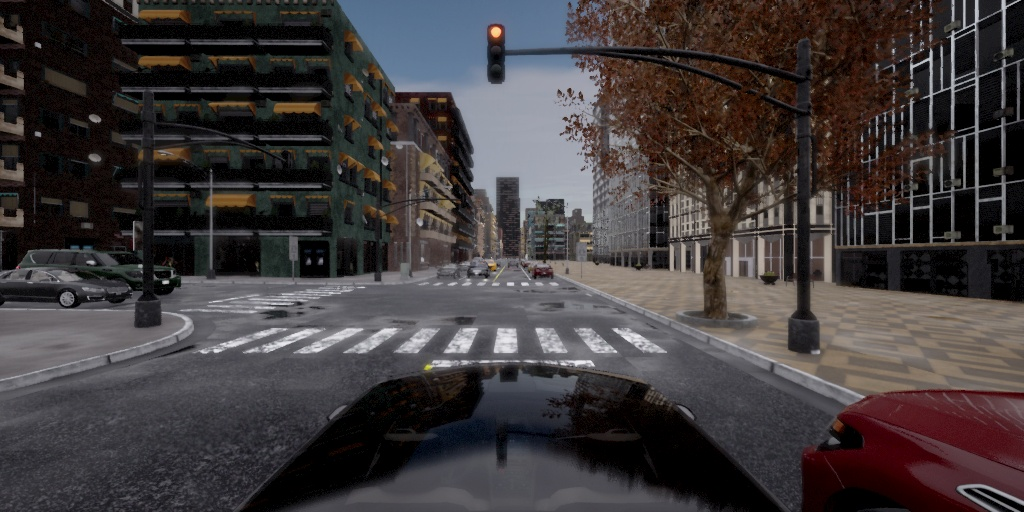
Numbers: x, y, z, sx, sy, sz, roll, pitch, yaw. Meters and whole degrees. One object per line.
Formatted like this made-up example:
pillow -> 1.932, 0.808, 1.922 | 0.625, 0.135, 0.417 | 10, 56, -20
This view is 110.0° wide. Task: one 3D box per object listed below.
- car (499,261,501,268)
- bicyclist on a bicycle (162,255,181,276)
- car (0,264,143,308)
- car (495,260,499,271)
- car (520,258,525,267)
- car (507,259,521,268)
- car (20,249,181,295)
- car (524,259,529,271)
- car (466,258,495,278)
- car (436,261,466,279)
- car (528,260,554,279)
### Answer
car -> -2.944, 1.346, 63.757 | 2.033, 1.411, 5.357 | 0, 0, 1
bicyclist on a bicycle -> -23.133, 0.761, 24.218 | 0.582, 1.620, 1.656 | 1, 0, 0
car -> -16.417, 1.091, 12.947 | 4.403, 1.370, 2.007 | 0, 0, 0
car -> -3.028, 1.254, 46.378 | 1.882, 1.535, 5.008 | 0, 0, 0
car -> 2.783, 1.375, 59.995 | 1.802, 1.307, 4.207 | 0, 0, 0
car -> 0.199, 1.289, 63.479 | 2.128, 1.511, 4.902 | 0, 0, 0
car -> -17.766, 0.747, 15.530 | 5.566, 2.045, 2.150 | 1, 0, 0
car -> 2.757, 1.298, 43.568 | 1.751, 1.417, 4.829 | 0, 0, 0
car -> -3.043, 1.255, 33.632 | 2.128, 1.511, 4.902 | 0, 0, 1
car -> -5.641, 1.312, 32.346 | 2.007, 1.370, 4.403 | 0, 0, 0
car -> 2.739, 1.307, 32.333 | 1.888, 1.381, 4.507 | 0, 0, 0
